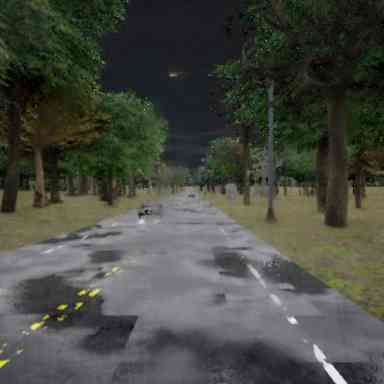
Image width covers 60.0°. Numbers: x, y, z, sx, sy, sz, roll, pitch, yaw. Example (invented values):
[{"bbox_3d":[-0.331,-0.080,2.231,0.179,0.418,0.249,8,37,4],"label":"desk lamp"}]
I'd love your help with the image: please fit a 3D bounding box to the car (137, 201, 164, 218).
[{"bbox_3d":[-3.504,1.465,29.060,1.994,1.385,4.181,0,0,0],"label":"car"}]
